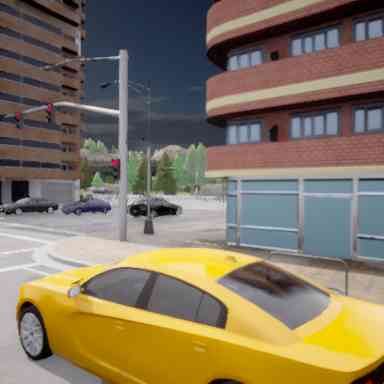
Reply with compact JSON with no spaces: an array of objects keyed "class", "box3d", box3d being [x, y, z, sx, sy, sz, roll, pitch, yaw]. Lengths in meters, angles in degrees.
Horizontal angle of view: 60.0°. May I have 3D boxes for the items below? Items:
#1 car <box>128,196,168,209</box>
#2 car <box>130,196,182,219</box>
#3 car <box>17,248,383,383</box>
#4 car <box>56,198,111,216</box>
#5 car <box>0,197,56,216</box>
[{"class":"car","box3d":[-5.453,1.258,41.783,2.128,1.511,4.902,1,0,36]},{"class":"car","box3d":[-2.868,1.322,27.382,1.882,1.535,5.008,1,0,36]},{"class":"car","box3d":[-0.258,1.456,4.153,5.008,1.535,1.882,1,0,36]},{"class":"car","box3d":[-9.532,1.306,30.361,1.812,1.442,4.674,1,0,36]},{"class":"car","box3d":[-14.396,1.251,29.638,1.837,1.490,4.892,1,1,36]}]
